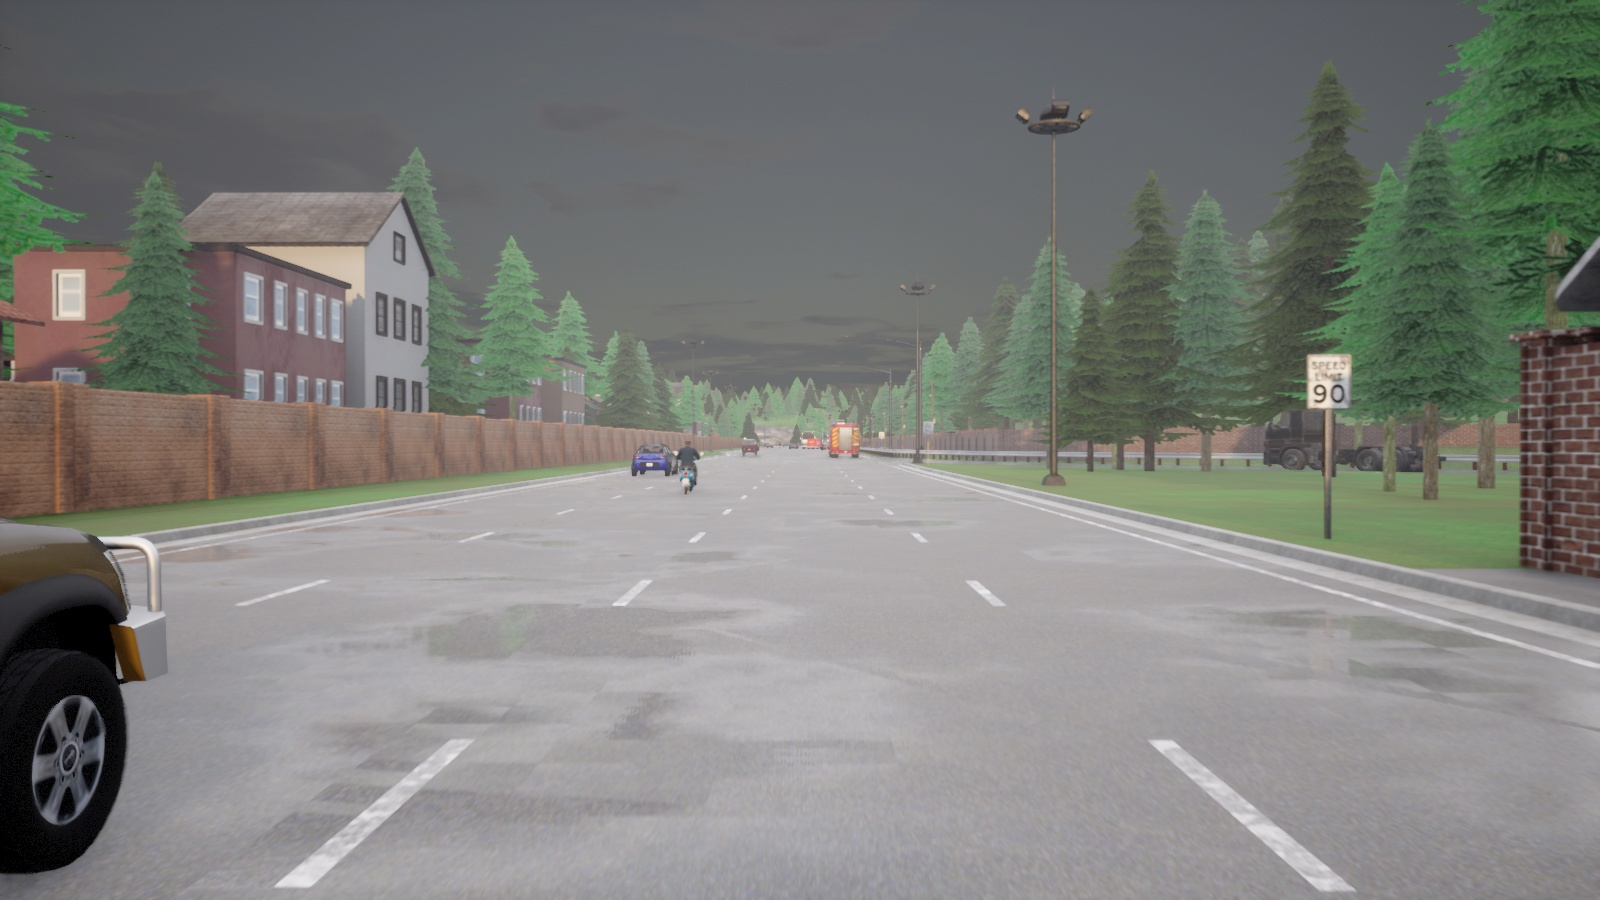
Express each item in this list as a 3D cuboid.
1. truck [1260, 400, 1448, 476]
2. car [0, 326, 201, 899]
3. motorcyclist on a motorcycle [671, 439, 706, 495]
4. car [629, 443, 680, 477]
[{"bbox_3d":[26.765,-0.558,61.081,2.891,3.462,7.936,0,0,-38],"label":"truck"},{"bbox_3d":[-3.468,0.544,2.918,1.932,1.855,4.605,0,0,0],"label":"car"},{"bbox_3d":[-3.276,0.488,37.020,0.866,1.590,1.817,0,0,0],"label":"motorcyclist on a motorcycle"},{"bbox_3d":[-6.659,0.429,57.767,1.816,1.474,4.193,0,0,0],"label":"car"}]
